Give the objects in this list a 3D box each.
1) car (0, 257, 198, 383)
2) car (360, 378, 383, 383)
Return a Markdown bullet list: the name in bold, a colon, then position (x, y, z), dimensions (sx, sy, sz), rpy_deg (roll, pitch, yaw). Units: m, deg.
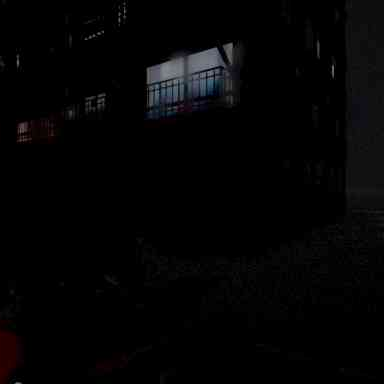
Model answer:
- **car**: position (-2.036, 1.545, 4.330), dimensions (4.507, 1.381, 1.887), rpy_deg (0, 0, 36)
- **car**: position (2.551, 1.566, 1.055), dimensions (4.313, 1.339, 1.947), rpy_deg (0, 0, 36)
